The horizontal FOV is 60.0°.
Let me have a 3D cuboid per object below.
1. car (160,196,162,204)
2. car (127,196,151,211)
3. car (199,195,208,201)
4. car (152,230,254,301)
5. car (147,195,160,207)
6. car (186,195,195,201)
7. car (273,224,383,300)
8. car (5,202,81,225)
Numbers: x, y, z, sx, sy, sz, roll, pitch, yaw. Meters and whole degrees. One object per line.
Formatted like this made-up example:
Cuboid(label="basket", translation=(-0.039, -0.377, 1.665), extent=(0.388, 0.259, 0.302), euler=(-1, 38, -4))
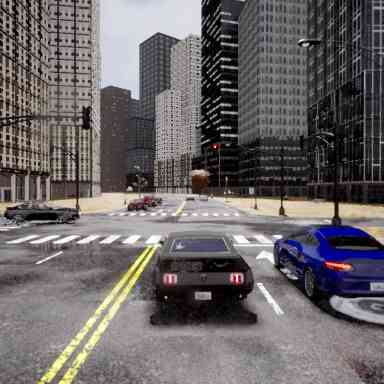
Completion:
Cuboid(label="car", translation=(-6.498, 1.416, 60.868), extent=(2.128, 1.511, 4.902), euler=(0, 0, 0))
Cuboid(label="car", translation=(-6.533, 1.530, 40.329), extent=(1.994, 1.385, 4.181), euler=(0, 0, 0))
Cuboid(label="car", translation=(2.827, 1.397, 80.534), extent=(1.812, 1.442, 4.674), euler=(0, 0, -4))
Cuboid(label="car", translation=(0.112, 1.598, 8.264), extent=(1.895, 1.301, 4.718), euler=(0, 0, -2))
Cuboid(label="car", translation=(-6.516, 1.299, 50.577), extent=(2.097, 1.767, 4.553), euler=(0, 0, 0))
Cuboid(label="car", translation=(-0.422, 1.469, 80.421), extent=(1.895, 1.301, 4.718), euler=(0, 0, -4))
Cuboid(label="car", translation=(3.354, 1.523, 8.232), extent=(1.812, 1.442, 4.674), euler=(0, 0, 1))
Cuboid(label="car", translation=(-10.442, 1.444, 23.444), extent=(4.902, 1.511, 2.128), euler=(0, 1, -9))
